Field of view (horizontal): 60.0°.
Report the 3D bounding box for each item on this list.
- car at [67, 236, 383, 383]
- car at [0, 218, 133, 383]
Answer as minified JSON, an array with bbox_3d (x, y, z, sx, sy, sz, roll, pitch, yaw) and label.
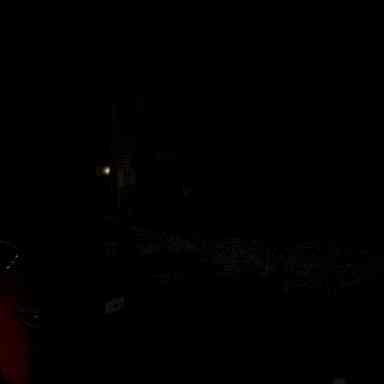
[{"bbox_3d":[1.826,1.306,1.804,5.009,1.841,2.192,0,0,35],"label":"car"},{"bbox_3d":[-2.806,1.338,5.020,5.009,1.841,2.192,0,0,35],"label":"car"}]
